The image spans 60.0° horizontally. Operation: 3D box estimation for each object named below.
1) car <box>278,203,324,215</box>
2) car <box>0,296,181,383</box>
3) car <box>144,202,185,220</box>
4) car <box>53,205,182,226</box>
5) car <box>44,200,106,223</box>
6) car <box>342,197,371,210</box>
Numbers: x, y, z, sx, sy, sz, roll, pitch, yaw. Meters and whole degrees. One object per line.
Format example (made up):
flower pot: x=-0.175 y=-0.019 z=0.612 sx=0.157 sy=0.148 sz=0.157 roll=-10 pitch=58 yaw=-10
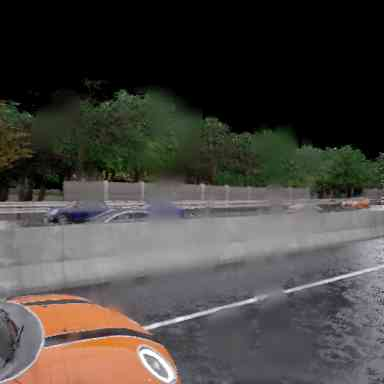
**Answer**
car: x=9.226 y=1.655 z=28.006 sx=4.674 sy=1.442 sz=1.812 roll=0 pitch=0 yaw=-36
car: x=-2.252 y=1.335 z=2.145 sx=4.553 sy=1.767 sz=2.097 roll=1 pitch=0 yaw=-36
car: x=-2.852 y=1.516 z=23.572 sx=5.008 sy=1.535 sz=1.882 roll=0 pitch=0 yaw=-36
car: x=-3.179 y=1.506 z=14.689 sx=4.902 sy=1.511 sz=2.128 roll=1 pitch=0 yaw=-36
car: x=-8.166 y=1.350 z=24.042 sx=4.553 sy=1.767 sz=2.097 roll=1 pitch=0 yaw=-36
car: x=23.069 y=1.550 z=46.669 sx=4.553 sy=1.767 sz=2.097 roll=0 pitch=0 yaw=-36
